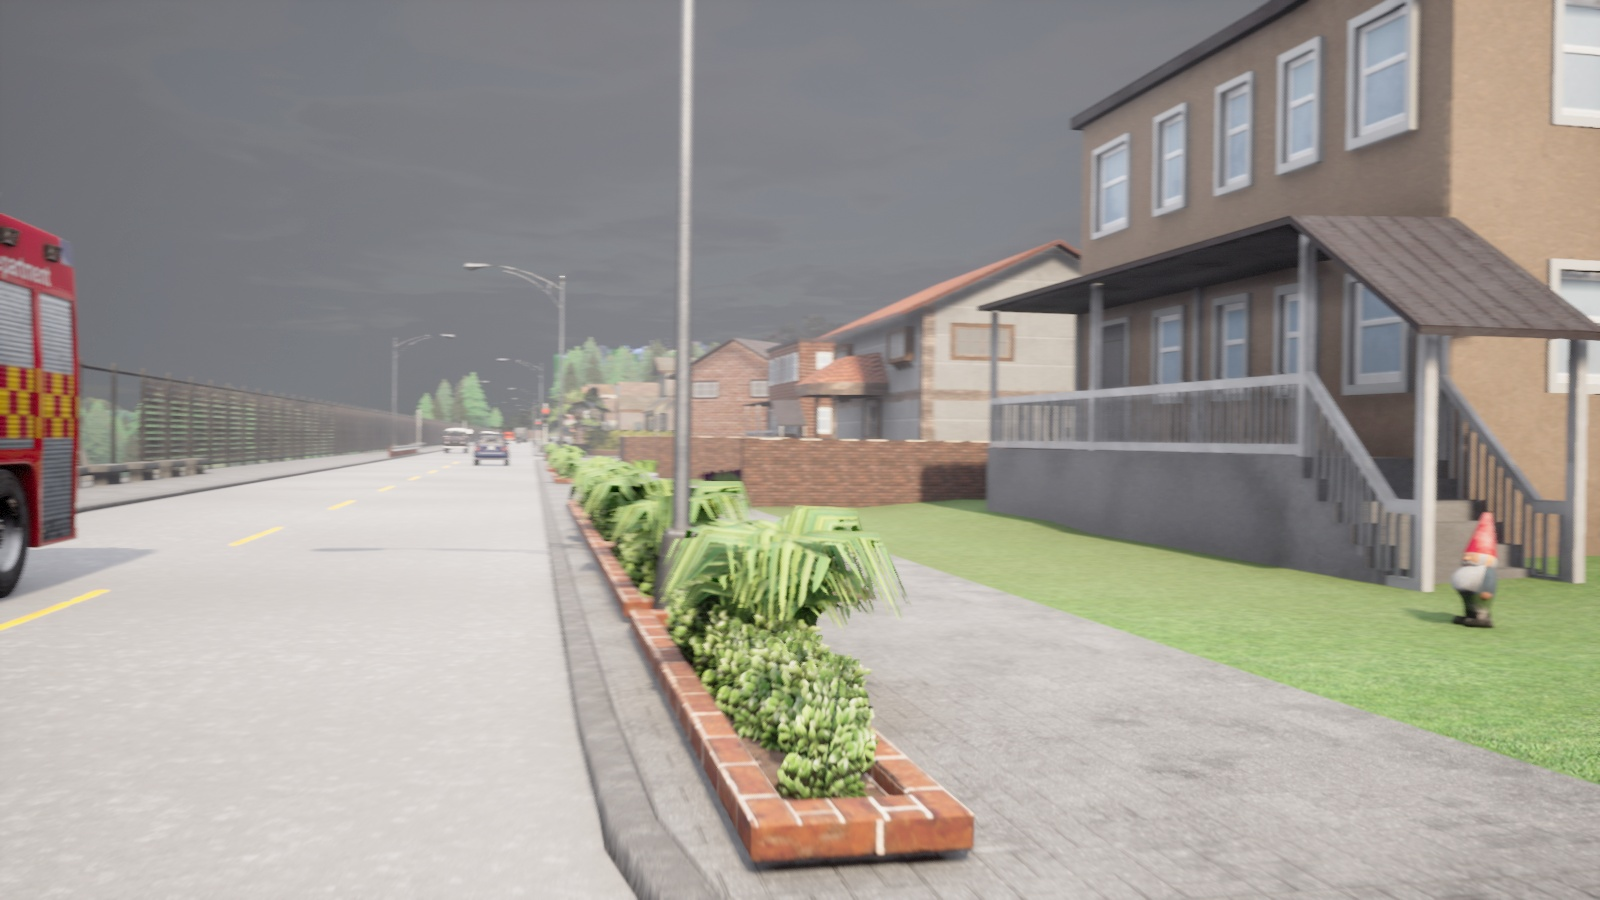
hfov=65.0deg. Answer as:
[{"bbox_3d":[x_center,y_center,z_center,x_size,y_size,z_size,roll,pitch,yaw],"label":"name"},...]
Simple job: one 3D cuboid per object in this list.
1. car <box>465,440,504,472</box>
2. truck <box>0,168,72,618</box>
[{"bbox_3d":[-15.515,0.265,61.863,1.789,1.549,3.705,0,1,-13],"label":"car"},{"bbox_3d":[-7.670,-0.460,7.905,2.891,3.827,8.468,0,0,-13],"label":"truck"}]
